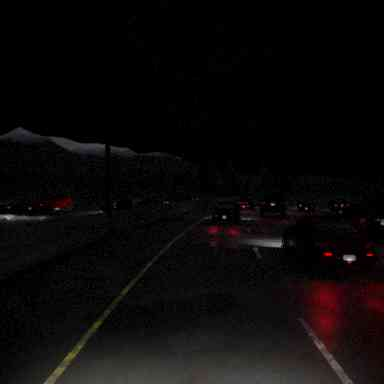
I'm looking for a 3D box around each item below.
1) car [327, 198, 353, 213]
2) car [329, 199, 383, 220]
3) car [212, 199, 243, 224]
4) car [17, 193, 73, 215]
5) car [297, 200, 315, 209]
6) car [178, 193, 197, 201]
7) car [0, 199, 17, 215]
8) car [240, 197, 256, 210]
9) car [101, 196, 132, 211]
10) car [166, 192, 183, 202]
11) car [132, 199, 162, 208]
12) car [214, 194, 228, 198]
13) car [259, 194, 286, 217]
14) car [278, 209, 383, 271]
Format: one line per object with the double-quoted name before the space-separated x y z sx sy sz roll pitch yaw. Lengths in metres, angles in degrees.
"car" 16.409 1.487 37.093 2.033 1.411 5.357 0 0 17
"car" 8.336 1.328 16.093 2.097 1.767 4.553 0 0 7
"car" 2.523 1.474 24.220 1.812 1.442 4.674 0 0 10
"car" -13.883 1.128 32.403 2.150 2.045 5.566 0 0 13
"car" 13.298 1.532 38.823 1.895 1.301 4.718 0 0 17
"car" -0.489 1.391 70.232 1.994 1.385 4.181 0 0 26
"car" -17.277 1.423 33.133 1.812 1.442 4.674 0 0 13
"car" 6.794 1.421 41.289 1.837 1.490 4.892 0 0 17
"car" -8.711 1.250 38.763 2.097 1.767 4.553 0 0 15
"car" -3.565 1.052 71.899 2.150 2.045 5.566 0 0 26
"car" -4.977 1.466 39.210 1.994 1.385 4.181 0 0 16
"car" 6.676 1.236 76.200 1.882 1.535 5.008 0 0 30
"car" 7.362 1.163 30.374 2.150 2.045 5.566 0 0 13
"car" 4.212 1.507 10.781 1.812 1.442 4.674 0 0 5
